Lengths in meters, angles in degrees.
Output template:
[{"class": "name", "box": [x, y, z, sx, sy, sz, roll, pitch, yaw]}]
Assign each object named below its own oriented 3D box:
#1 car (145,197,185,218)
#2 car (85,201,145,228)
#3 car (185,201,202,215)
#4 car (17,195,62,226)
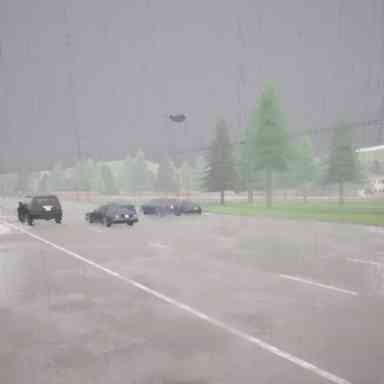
[{"class": "car", "box": [-3.045, 1.367, 31.025, 2.097, 1.767, 4.553, 0, 0, -37]}, {"class": "car", "box": [-5.572, 1.569, 22.704, 2.033, 1.411, 5.357, 0, 0, -37]}, {"class": "car", "box": [-0.844, 1.572, 33.927, 1.994, 1.385, 4.181, 0, 0, -37]}, {"class": "car", "box": [-11.261, 1.262, 24.477, 2.150, 2.045, 5.566, 0, 0, -37]}]
